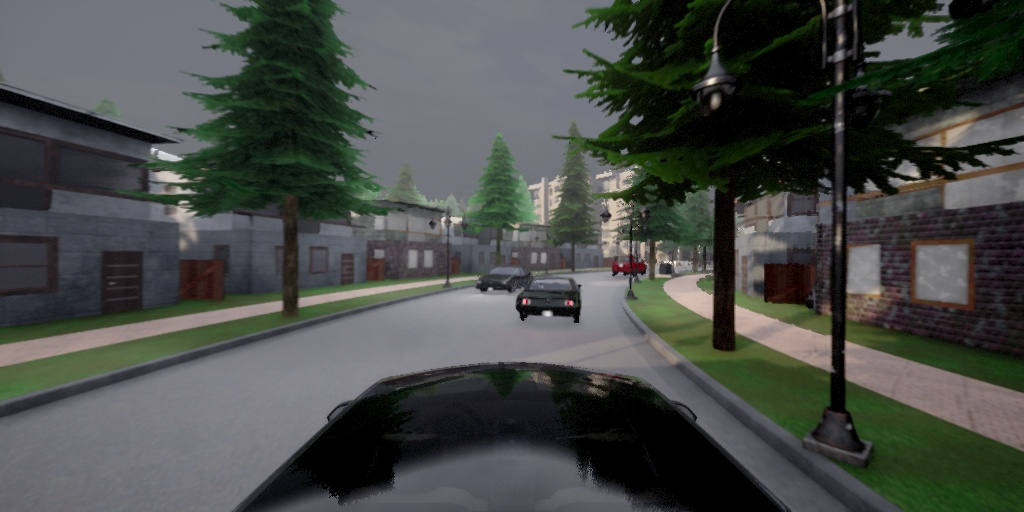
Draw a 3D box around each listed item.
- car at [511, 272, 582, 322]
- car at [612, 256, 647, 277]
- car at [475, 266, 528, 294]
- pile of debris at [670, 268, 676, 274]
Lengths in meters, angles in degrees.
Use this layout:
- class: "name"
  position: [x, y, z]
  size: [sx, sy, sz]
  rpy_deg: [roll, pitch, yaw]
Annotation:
- class: "car"
  position: [1.427, 1.339, 12.308]
  size: [1.895, 1.301, 4.718]
  rpy_deg: [0, 0, 11]
- class: "car"
  position: [11.740, 0.983, 35.750]
  size: [2.150, 2.045, 5.566]
  rpy_deg: [0, 0, 35]
- class: "car"
  position: [-0.237, 1.258, 20.374]
  size: [2.033, 1.411, 5.357]
  rpy_deg: [0, 0, 19]
- class: "pile of debris"
  position: [22.466, 1.988, 47.504]
  size: [1.860, 0.140, 1.500]
  rpy_deg: [0, 0, -40]
